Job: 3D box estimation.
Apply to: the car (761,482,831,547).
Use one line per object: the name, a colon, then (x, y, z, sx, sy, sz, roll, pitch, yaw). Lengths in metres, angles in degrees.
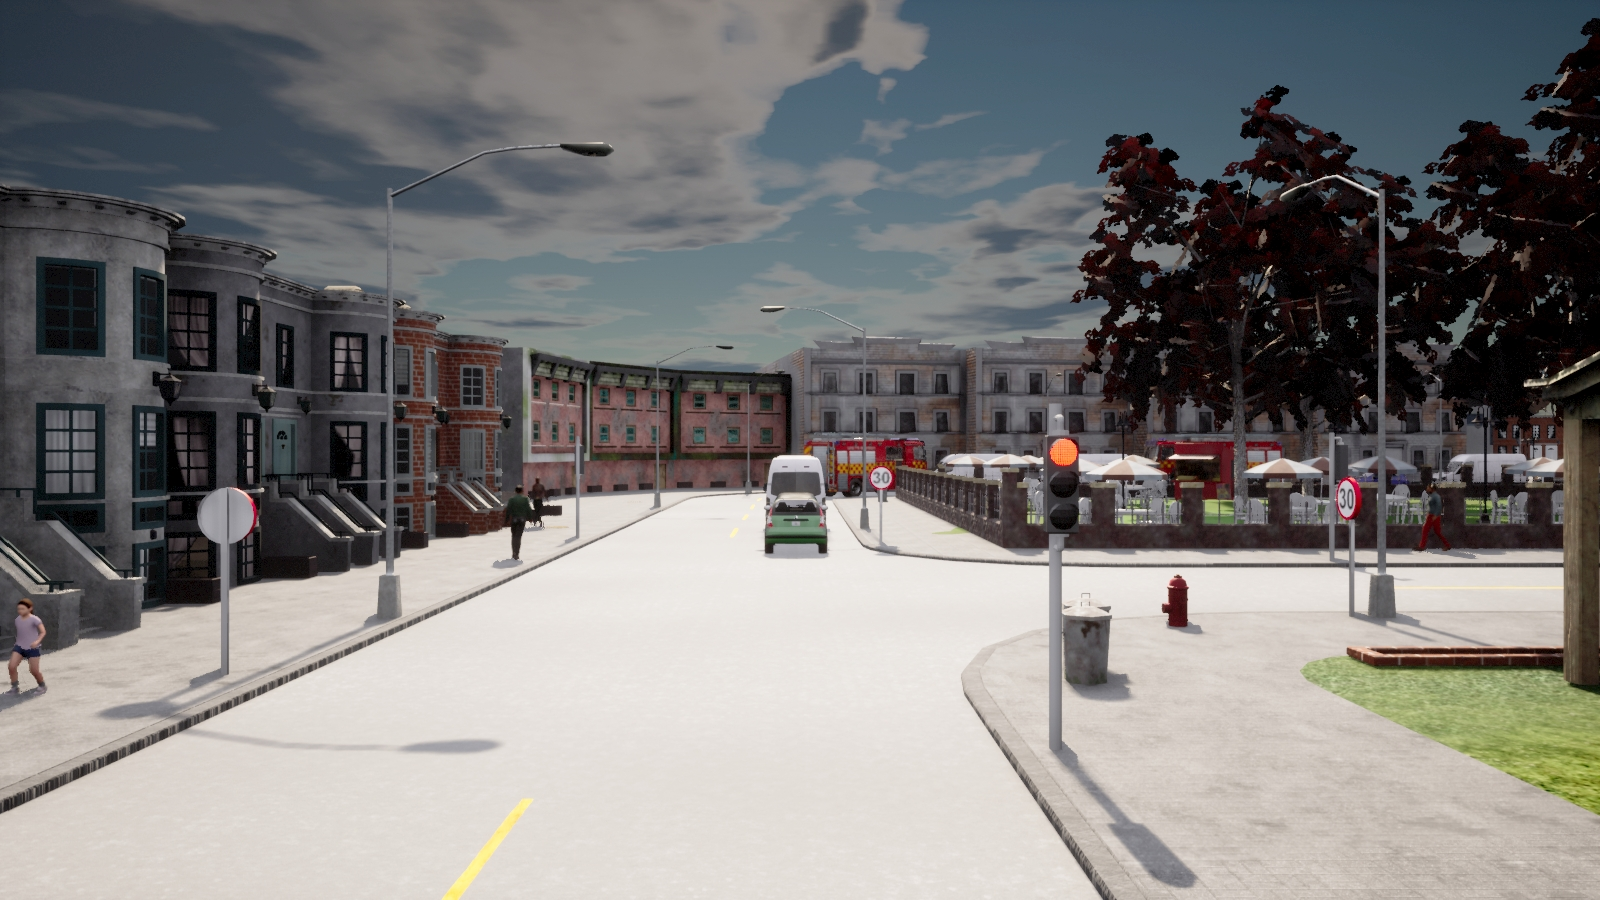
car: (-0.119, 1.779, 32.373, 1.851, 1.617, 3.988, 0, 0, 0)

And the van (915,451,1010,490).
van: (10.550, 1.314, 74.428, 5.915, 2.561, 1.988, 0, 0, 0)

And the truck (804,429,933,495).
truck: (4.295, 0.672, 70.228, 8.468, 3.827, 2.891, 0, 0, -43)

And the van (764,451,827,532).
van: (-0.147, 1.315, 39.074, 1.988, 2.561, 5.915, 0, 0, 0)

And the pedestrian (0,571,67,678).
pedestrian: (-8.461, 1.904, 12.551, 0.500, 1.100, 0.500, 0, 0, -2)

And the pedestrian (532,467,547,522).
pedestrian: (-8.946, 1.524, 39.220, 0.375, 1.860, 0.375, 0, 0, 8)

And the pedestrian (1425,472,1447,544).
pedestrian: (16.689, 1.517, 29.966, 0.375, 1.860, 0.375, 0, 0, 1)

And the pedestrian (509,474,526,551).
pedestrian: (-6.914, 1.524, 27.927, 0.375, 1.860, 0.375, 0, 0, -10)
